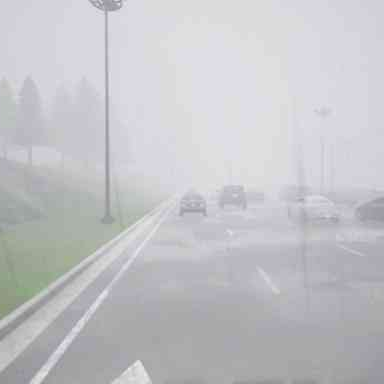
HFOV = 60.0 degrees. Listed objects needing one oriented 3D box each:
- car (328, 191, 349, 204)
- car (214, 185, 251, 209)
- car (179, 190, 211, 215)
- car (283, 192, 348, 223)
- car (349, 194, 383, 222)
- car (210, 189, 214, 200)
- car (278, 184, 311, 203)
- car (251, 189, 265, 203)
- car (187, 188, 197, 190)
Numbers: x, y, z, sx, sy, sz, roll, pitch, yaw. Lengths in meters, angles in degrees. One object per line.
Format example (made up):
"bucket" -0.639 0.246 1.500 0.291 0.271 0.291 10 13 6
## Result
"car" 13.974 0.616 32.035 2.033 1.411 5.357 0 2 0
"car" 3.454 0.369 29.377 2.150 2.045 5.566 0 2 0
"car" 0.062 0.849 24.005 2.033 1.411 5.357 0 2 0
"car" 7.068 0.953 19.645 1.812 1.442 4.674 0 2 0
"car" 10.573 0.981 17.728 1.837 1.490 4.892 0 0 0
"car" 3.476 0.227 44.778 1.812 1.442 4.674 0 2 0
"car" 10.491 0.234 34.083 2.150 2.045 5.566 0 2 1
"car" 7.012 0.373 38.055 1.882 1.535 5.008 0 2 0
"car" 0.011 0.073 50.863 2.033 1.411 5.357 0 2 0
